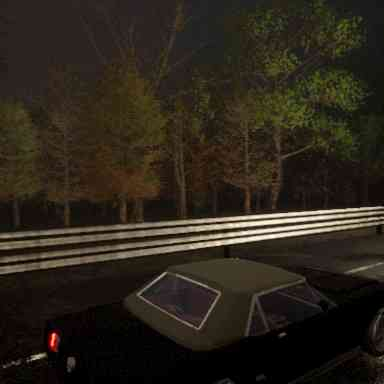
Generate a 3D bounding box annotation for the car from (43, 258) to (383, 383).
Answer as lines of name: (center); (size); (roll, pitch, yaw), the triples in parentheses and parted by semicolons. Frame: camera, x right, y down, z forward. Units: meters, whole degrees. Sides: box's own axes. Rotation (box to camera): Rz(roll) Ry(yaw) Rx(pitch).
car: (0.788, 1.576, 4.297); (4.718, 1.301, 1.895); (-1, 0, -35)
